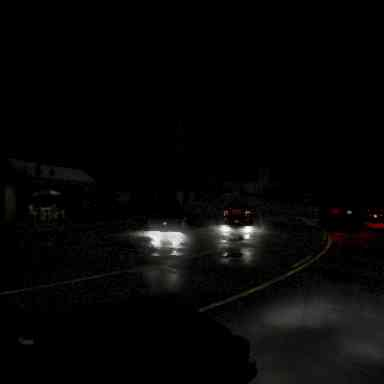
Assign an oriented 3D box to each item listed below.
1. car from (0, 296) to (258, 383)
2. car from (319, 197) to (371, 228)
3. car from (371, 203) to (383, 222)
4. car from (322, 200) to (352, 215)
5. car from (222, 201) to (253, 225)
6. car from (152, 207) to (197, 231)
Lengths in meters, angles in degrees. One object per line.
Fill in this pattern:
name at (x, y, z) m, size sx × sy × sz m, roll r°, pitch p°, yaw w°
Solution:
car at (-1.687, 1.612, 2.633) m, size 4.718 × 1.301 × 1.895 m, roll 0°, pitch 0°, yaw -36°
car at (10.505, 1.382, 23.640) m, size 2.150 × 2.045 × 5.566 m, roll 0°, pitch 0°, yaw 12°
car at (15.085, 1.704, 28.889) m, size 1.837 × 1.490 × 4.892 m, roll 0°, pitch -1°, yaw 11°
car at (16.985, 1.752, 39.180) m, size 2.128 × 1.511 × 4.902 m, roll 0°, pitch -1°, yaw 10°
car at (3.557, 1.503, 25.402) m, size 2.097 × 1.767 × 4.553 m, roll 0°, pitch 0°, yaw 12°
car at (-1.049, 1.683, 21.664) m, size 1.994 × 1.385 × 4.181 m, roll 0°, pitch 0°, yaw 16°
